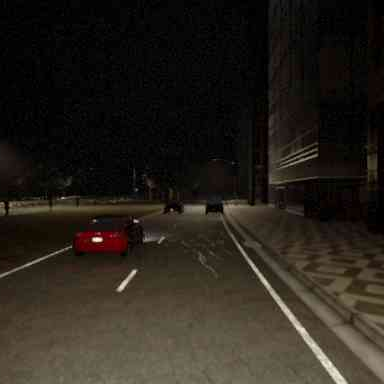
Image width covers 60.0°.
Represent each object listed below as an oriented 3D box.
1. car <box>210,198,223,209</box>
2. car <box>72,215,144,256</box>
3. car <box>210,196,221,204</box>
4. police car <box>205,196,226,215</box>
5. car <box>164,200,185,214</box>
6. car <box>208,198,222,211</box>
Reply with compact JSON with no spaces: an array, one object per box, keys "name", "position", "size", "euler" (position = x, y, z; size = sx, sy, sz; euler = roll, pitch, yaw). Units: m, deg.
[{"name":"car","position":[3.833,1.671,51.402],"size":[1.882,1.535,5.008],"euler":[0,0,6]},{"name":"car","position":[-3.167,1.599,13.304],"size":[1.994,1.385,4.181],"euler":[0,0,1]},{"name":"car","position":[4.955,1.663,69.224],"size":[2.033,1.411,5.357],"euler":[0,0,9]},{"name":"police car","position":[2.416,1.550,35.777],"size":[1.930,1.638,5.238],"euler":[0,0,4]},{"name":"car","position":[-1.919,1.629,37.011],"size":[1.837,1.490,4.892],"euler":[0,0,4]},{"name":"car","position":[3.258,1.622,45.696],"size":[1.801,1.575,5.366],"euler":[0,0,5]}]
